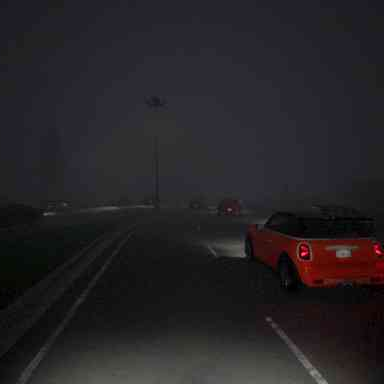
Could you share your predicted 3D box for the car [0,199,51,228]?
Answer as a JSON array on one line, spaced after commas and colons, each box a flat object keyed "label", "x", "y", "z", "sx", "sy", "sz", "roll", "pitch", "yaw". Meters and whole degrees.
[{"label": "car", "x": -11.027, "y": 1.417, "z": 19.540, "sx": 1.882, "sy": 1.535, "sz": 5.008, "roll": 0, "pitch": 0, "yaw": 18}]

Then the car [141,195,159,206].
[{"label": "car", "x": -6.065, "y": 1.183, "z": 48.524, "sx": 1.837, "sy": 1.490, "sz": 4.892, "roll": 0, "pitch": 1, "yaw": 8}]

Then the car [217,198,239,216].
[{"label": "car", "x": 3.241, "y": 1.231, "z": 28.807, "sx": 1.882, "sy": 1.535, "sz": 5.008, "roll": 0, "pitch": 0, "yaw": 6}]

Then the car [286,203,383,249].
[{"label": "car", "x": 5.994, "y": 1.330, "z": 14.715, "sx": 2.128, "sy": 1.511, "sz": 4.902, "roll": -1, "pitch": 0, "yaw": -2}]

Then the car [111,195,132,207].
[{"label": "car", "x": -9.850, "y": 1.215, "z": 46.604, "sx": 2.128, "sy": 1.511, "sz": 4.902, "roll": 0, "pitch": 0, "yaw": 8}]

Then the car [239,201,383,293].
[{"label": "car", "x": 2.887, "y": 1.260, "z": 8.858, "sx": 2.097, "sy": 1.767, "sz": 4.553, "roll": 0, "pitch": 0, "yaw": -5}]

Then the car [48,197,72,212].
[{"label": "car", "x": -14.806, "y": 1.350, "z": 35.906, "sx": 1.837, "sy": 1.490, "sz": 4.892, "roll": 0, "pitch": 0, "yaw": 8}]

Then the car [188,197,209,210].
[{"label": "car", "x": 0.753, "y": 1.234, "z": 37.402, "sx": 1.812, "sy": 1.442, "sz": 4.674, "roll": 0, "pitch": 0, "yaw": 7}]
